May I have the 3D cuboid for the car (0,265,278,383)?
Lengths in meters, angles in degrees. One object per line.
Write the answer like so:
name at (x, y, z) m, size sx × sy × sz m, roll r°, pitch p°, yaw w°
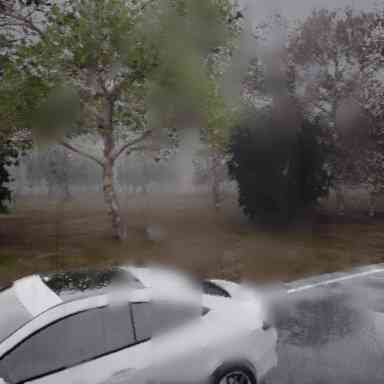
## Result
car at (-1.216, 1.512, 3.001) m, size 4.674 × 1.442 × 1.812 m, roll 0°, pitch 0°, yaw -34°
